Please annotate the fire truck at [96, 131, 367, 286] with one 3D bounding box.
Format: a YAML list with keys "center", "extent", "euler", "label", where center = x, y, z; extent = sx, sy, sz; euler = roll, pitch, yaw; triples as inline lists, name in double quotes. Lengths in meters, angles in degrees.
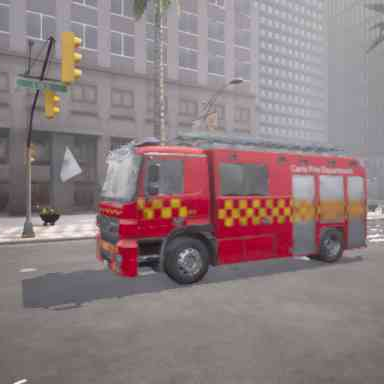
- center: [1.560, 0.341, 10.372]
  extent: [8.468, 3.827, 2.891]
  euler: [0, 0, -28]
  label: "fire truck"
